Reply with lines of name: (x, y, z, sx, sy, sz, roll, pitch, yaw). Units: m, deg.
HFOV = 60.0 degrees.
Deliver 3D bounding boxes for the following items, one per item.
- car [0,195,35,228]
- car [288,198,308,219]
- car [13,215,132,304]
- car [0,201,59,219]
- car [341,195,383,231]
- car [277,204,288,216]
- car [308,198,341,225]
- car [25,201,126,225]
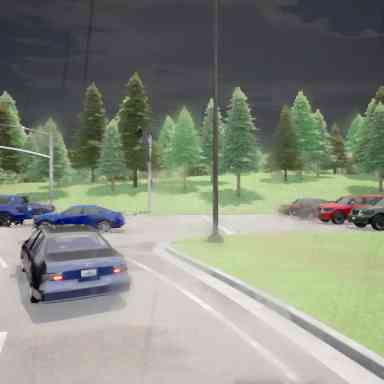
car: (-13.351, 1.223, 21.712, 5.566, 2.045, 2.150, 0, 0, -5)
car: (10.783, 1.505, 27.158, 4.892, 1.490, 1.837, 0, 0, -5)
car: (-3.168, 1.548, 8.342, 2.033, 1.411, 5.357, 0, 0, -30)
car: (-14.152, 1.527, 28.671, 4.674, 1.442, 1.812, 0, 0, -5)
car: (12.512, 1.222, 20.271, 5.566, 2.045, 2.150, 0, 0, -4)
car: (10.203, 1.353, 30.622, 4.553, 1.767, 2.097, 0, 0, -5)
car: (11.626, 1.223, 23.715, 5.566, 2.045, 2.150, 0, 0, -5)
car: (-6.279, 1.478, 18.770, 5.008, 1.535, 1.882, 0, 0, -5)
